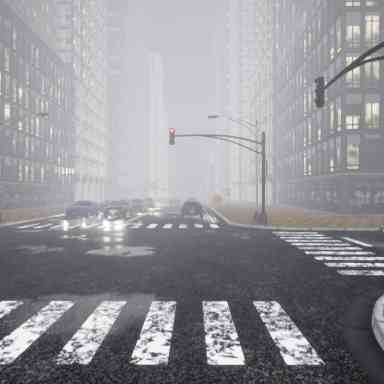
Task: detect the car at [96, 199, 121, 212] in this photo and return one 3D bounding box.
[{"bbox_3d":[-9.861,1.607,39.528,1.994,1.385,4.181,0,0,0],"label":"car"}]

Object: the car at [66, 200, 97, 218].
[{"bbox_3d":[-9.863,1.503,30.395,1.882,1.535,5.008,0,0,0],"label":"car"}]

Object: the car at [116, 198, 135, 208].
[{"bbox_3d":[-9.854,1.631,49.452,1.994,1.385,4.181,0,0,0],"label":"car"}]

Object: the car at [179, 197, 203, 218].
[{"bbox_3d":[0.032,1.504,30.914,1.882,1.535,5.008,0,0,0],"label":"car"}]

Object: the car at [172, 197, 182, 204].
[{"bbox_3d":[-3.202,1.703,70.353,1.994,1.385,4.181,0,0,0],"label":"car"}]

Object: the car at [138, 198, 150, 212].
[{"bbox_3d":[-6.611,1.521,39.674,1.882,1.535,5.008,0,0,0],"label":"car"}]

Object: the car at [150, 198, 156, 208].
[{"bbox_3d":[-6.609,1.594,49.721,1.812,1.442,4.674,0,0,0],"label":"car"}]

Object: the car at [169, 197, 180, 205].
[{"bbox_3d":[-3.169,1.592,60.025,2.128,1.511,4.902,0,0,0],"label":"car"}]

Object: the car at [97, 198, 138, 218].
[{"bbox_3d":[-6.609,1.517,30.147,2.128,1.511,4.902,0,0,0],"label":"car"}]

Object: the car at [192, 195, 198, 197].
[{"bbox_3d":[-0.016,1.608,60.337,1.837,1.490,4.892,0,0,0],"label":"car"}]

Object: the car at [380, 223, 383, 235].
[{"bbox_3d":[11.209,1.540,15.231,4.674,1.442,1.812,0,0,3],"label":"car"}]
